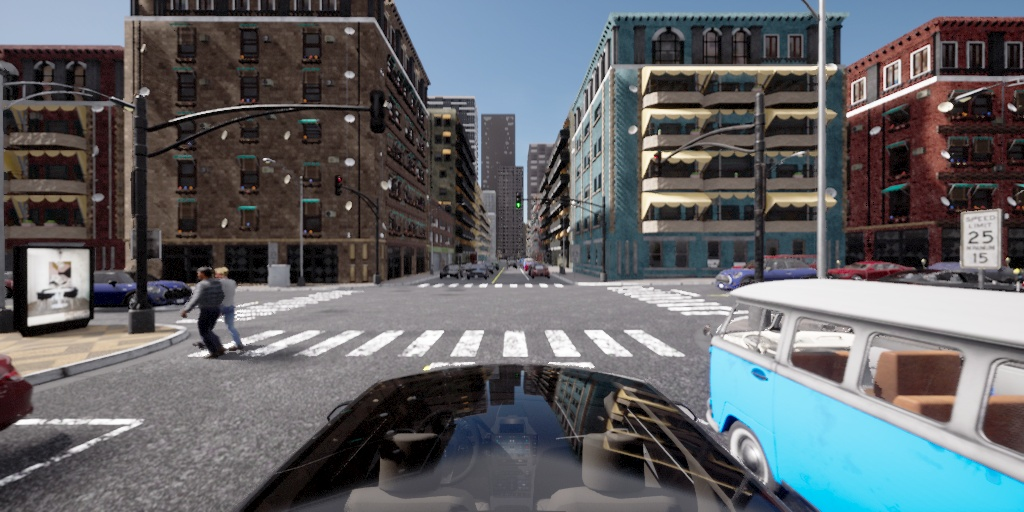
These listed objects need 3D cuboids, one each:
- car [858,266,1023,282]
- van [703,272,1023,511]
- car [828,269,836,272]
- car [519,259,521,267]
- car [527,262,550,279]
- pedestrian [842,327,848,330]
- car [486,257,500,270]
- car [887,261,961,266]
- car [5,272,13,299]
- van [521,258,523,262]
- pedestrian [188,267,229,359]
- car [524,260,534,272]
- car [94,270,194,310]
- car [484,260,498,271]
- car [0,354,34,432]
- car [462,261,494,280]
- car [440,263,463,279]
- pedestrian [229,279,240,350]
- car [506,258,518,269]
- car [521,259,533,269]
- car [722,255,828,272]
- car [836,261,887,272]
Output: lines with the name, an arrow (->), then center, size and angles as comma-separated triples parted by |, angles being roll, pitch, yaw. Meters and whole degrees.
car -> 15.787, 1.147, 13.051 | 4.313, 1.339, 1.948 | 0, 0, 0
van -> 2.689, 1.091, 1.870 | 1.690, 1.789, 3.998 | 0, 0, 0
car -> 15.762, 0.867, 21.431 | 5.009, 1.841, 2.192 | 0, 0, 0
car -> 2.658, 1.597, 61.881 | 1.948, 1.339, 4.313 | 0, 0, 0
car -> 2.672, 1.478, 34.264 | 1.802, 1.307, 4.207 | 0, 0, 0
pedestrian -> 6.099, 1.291, 6.380 | 0.500, 1.100, 0.500 | 0, 0, 0
car -> -3.114, 1.218, 55.601 | 2.150, 2.045, 5.566 | 0, 0, 0
car -> 23.631, 0.995, 18.902 | 5.357, 1.411, 2.033 | -1, 0, -1
car -> -30.271, 1.660, 21.204 | 4.097, 1.591, 1.967 | 0, 0, 0
van -> 2.661, 1.344, 56.357 | 1.690, 1.789, 3.998 | 0, 0, 0
pedestrian -> -5.947, 1.066, 7.032 | 0.375, 1.860, 0.375 | 0, 0, 0
car -> 2.670, 1.488, 39.787 | 1.948, 1.339, 4.313 | 0, 0, 0
car -> -16.567, 1.393, 15.424 | 4.553, 1.767, 2.097 | -1, 0, -2
car -> -3.123, 1.491, 44.262 | 2.033, 1.411, 5.357 | 0, 0, -1
car -> -5.692, 1.333, 1.867 | 1.802, 1.307, 4.207 | 0, 0, 0
car -> -3.113, 1.441, 33.861 | 2.033, 1.411, 5.357 | 0, 0, 0
car -> -5.709, 1.462, 34.271 | 1.948, 1.339, 4.313 | 0, 0, 0
pedestrian -> -6.193, 1.072, 7.631 | 0.375, 1.860, 0.375 | 0, 0, 0
car -> -0.033, 1.543, 63.305 | 1.837, 1.490, 4.892 | 0, 0, 0
car -> 2.664, 1.521, 50.834 | 1.888, 1.381, 4.507 | 0, 0, 0
car -> 13.268, 0.949, 18.858 | 4.553, 1.767, 2.097 | -1, 0, 1
car -> 21.333, 1.017, 21.475 | 4.507, 1.381, 1.888 | 0, 0, 0
